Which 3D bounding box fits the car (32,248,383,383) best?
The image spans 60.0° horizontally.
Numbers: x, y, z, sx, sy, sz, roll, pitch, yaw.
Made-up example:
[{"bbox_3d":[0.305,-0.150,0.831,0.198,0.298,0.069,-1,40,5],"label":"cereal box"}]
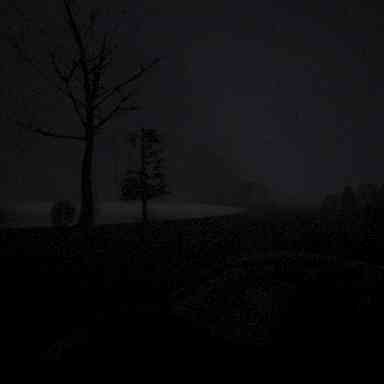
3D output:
[{"bbox_3d":[0.935,1.478,3.738,5.008,1.535,1.882,0,0,-36],"label":"car"}]
